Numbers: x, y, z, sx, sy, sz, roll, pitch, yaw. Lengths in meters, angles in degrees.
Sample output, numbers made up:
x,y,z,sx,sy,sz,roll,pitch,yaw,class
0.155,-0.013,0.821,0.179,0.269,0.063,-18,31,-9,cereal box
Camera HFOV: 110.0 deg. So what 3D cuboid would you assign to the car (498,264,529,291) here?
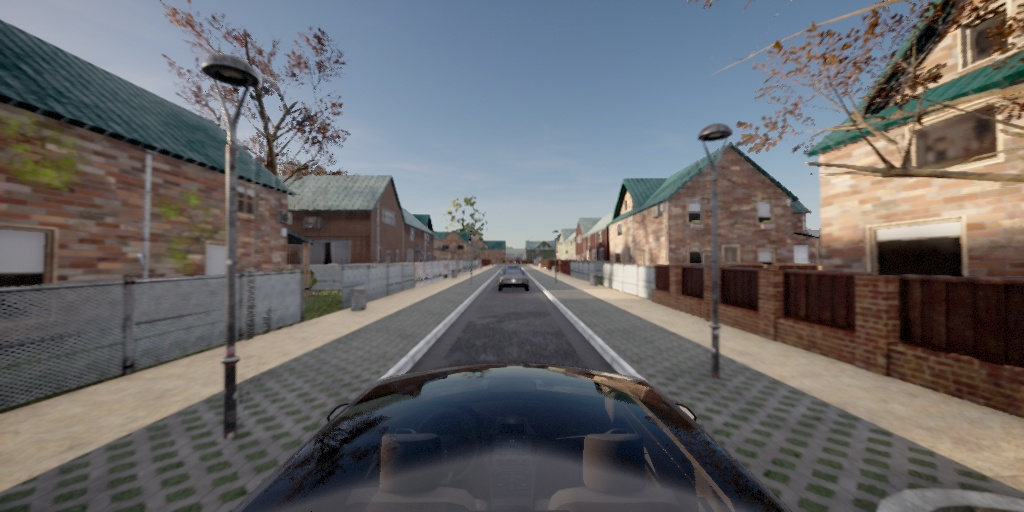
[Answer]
x,y,z,sx,sy,sz,roll,pitch,yaw,class
0.104,1.459,23.623,1.994,1.385,4.181,0,0,0,car
